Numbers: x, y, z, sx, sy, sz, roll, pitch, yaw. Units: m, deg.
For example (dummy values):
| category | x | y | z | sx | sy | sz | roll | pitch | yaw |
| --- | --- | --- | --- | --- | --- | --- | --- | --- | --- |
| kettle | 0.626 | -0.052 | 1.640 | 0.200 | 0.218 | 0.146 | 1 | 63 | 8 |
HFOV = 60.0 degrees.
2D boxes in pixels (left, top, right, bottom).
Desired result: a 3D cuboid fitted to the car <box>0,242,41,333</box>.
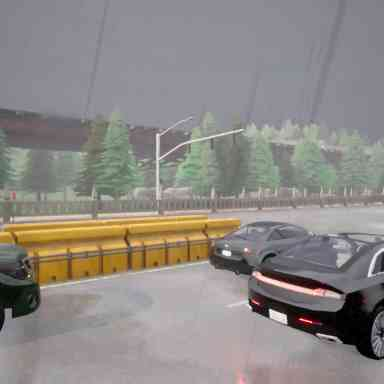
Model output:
| category | x | y | z | sx | sy | sz | roll | pitch | yaw |
| --- | --- | --- | --- | --- | --- | --- | --- | --- | --- |
| car | -5.093 | 1.221 | 4.420 | 5.566 | 2.045 | 2.150 | 0 | 0 | -35 |

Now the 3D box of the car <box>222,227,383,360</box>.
| category | x | y | z | sx | sy | sz | roll | pitch | yaw |
| --- | --- | --- | --- | --- | --- | --- | --- | --- | --- |
| car | 3.143 | 1.492 | 5.972 | 4.902 | 1.511 | 2.128 | 0 | 0 | -36 |

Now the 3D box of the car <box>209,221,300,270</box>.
| category | x | y | z | sx | sy | sz | roll | pitch | yaw |
| --- | --- | --- | --- | --- | --- | --- | --- | --- | --- |
| car | 2.535 | 1.564 | 9.833 | 4.181 | 1.385 | 1.994 | 0 | 0 | -36 |
